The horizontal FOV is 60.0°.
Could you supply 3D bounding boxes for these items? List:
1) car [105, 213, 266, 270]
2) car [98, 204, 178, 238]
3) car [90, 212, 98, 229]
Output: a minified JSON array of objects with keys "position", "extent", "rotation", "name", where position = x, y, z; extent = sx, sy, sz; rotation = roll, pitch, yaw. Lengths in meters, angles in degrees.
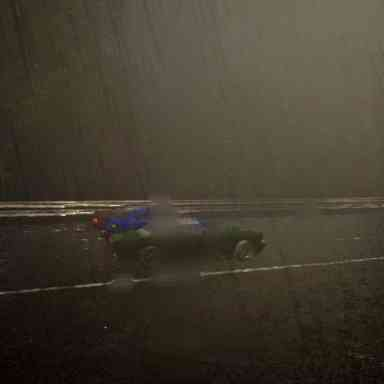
[{"position":[-0.135,1.478,10.376],"extent":[4.718,1.301,1.895],"rotation":[0,1,-19],"name":"car"},{"position":[-1.286,1.351,13.679],"extent":[4.674,1.442,1.812],"rotation":[0,1,-19],"name":"car"},{"position":[-2.425,1.313,16.988],"extent":[5.357,1.411,2.033],"rotation":[0,1,-19],"name":"car"}]
